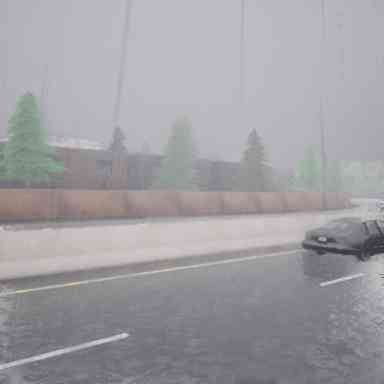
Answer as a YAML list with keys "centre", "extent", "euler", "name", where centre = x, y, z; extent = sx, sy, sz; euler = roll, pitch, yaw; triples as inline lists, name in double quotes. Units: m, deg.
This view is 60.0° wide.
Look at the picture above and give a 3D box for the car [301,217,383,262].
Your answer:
- centre: [6.508, 1.686, 12.812]
  extent: [5.357, 1.411, 2.033]
  euler: [1, 0, -35]
  name: "car"
